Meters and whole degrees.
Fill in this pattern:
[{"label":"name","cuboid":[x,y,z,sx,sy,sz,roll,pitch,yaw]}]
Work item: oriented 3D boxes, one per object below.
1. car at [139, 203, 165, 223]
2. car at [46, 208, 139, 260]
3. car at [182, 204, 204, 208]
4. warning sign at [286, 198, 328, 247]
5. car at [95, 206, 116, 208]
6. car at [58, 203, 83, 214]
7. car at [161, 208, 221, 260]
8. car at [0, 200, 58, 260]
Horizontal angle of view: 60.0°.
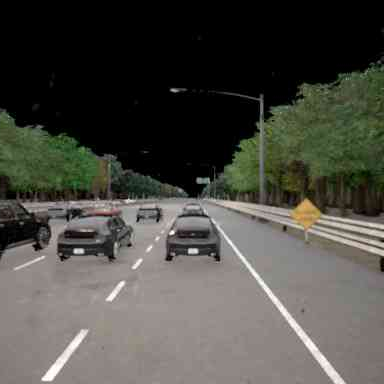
[{"label":"car","cuboid":[-3.408,1.682,27.620,2.128,1.511,4.902,0,-1,1]},{"label":"car","cuboid":[-3.444,1.569,12.608,1.837,1.490,4.892,0,0,1]},{"label":"car","cuboid":[0.099,1.723,28.324,1.812,1.442,4.674,0,0,1]},{"label":"warning sign","cuboid":[4.550,1.182,13.262,1.300,1.860,1.060,-1,-1,0]},{"label":"car","cuboid":[-6.915,1.784,27.016,1.895,1.301,4.718,0,-1,1]},{"label":"car","cuboid":[-10.408,1.682,27.675,2.128,1.511,4.902,0,-1,1]},{"label":"car","cuboid":[0.058,1.570,12.622,1.837,1.490,4.892,0,0,1]},{"label":"car","cuboid":[-6.957,1.279,11.482,2.150,2.045,5.566,0,0,1]}]
